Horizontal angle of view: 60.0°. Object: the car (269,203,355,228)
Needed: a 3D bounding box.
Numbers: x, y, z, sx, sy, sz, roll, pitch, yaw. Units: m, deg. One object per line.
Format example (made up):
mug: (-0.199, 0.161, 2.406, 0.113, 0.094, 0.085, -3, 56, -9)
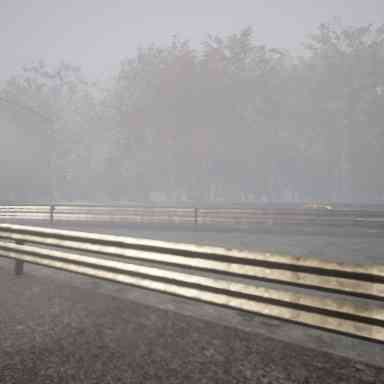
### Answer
car: (7.907, 1.519, 22.270, 5.366, 1.575, 1.801, 0, 0, 17)
